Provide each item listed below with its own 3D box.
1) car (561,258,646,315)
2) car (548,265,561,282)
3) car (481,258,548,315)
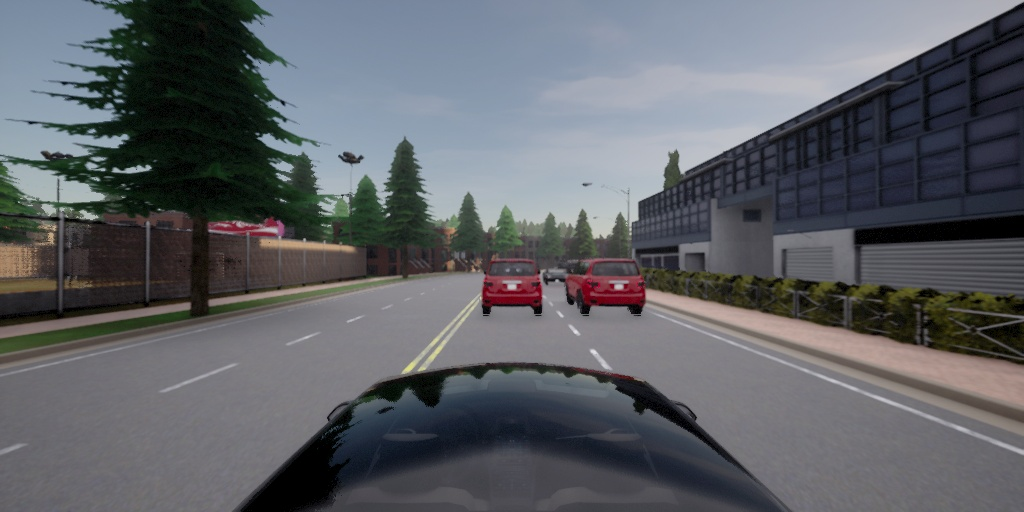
[{"bbox_3d":[3.515,1.116,14.410,2.150,2.045,5.566,0,0,0],"label":"car"},{"bbox_3d":[3.590,1.666,30.067,1.895,1.301,4.718,0,-1,2],"label":"car"},{"bbox_3d":[0.015,1.116,14.410,2.150,2.045,5.566,0,0,0],"label":"car"}]
